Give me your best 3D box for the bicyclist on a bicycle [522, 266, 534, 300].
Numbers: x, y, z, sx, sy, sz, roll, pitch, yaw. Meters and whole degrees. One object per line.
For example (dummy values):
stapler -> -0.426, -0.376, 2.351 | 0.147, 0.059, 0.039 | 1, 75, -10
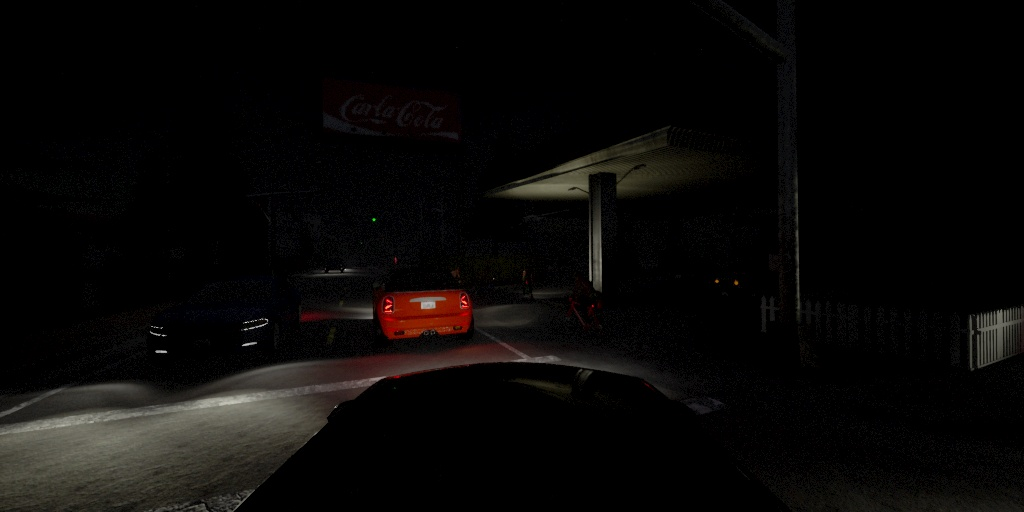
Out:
bicyclist on a bicycle -> 0.800, 1.330, 17.870 | 0.582, 1.620, 1.656 | -1, 0, 16

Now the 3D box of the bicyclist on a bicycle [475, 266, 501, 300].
bicyclist on a bicycle -> -1.309, 1.342, 17.756 | 1.656, 1.620, 0.582 | 0, 0, -21

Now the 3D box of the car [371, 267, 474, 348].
car -> -2.539, 1.056, 9.447 | 2.097, 1.767, 4.553 | -1, 0, -22

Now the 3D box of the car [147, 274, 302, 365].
car -> -6.253, 1.216, 8.379 | 1.882, 1.535, 5.008 | -1, 0, -23

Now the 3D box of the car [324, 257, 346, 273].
car -> -23.680, 1.201, 47.821 | 2.150, 2.045, 5.566 | -1, 0, -25

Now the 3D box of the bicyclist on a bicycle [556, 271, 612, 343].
bicyclist on a bicycle -> 1.709, 1.199, 8.660 | 0.582, 1.620, 1.656 | 3, -2, -42

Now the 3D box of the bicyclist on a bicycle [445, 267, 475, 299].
bicyclist on a bicycle -> -2.617, 1.316, 16.374 | 1.656, 1.620, 0.582 | 1, 0, 37
